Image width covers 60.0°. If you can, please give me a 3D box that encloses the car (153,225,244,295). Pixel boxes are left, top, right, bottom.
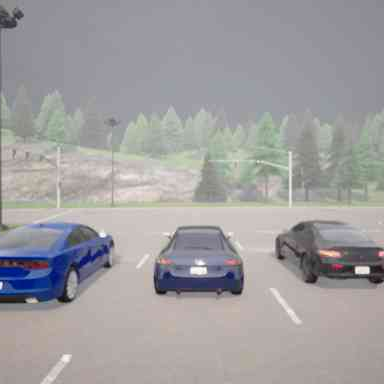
[{"bbox_3d":[0.183,1.552,8.718,1.994,1.385,4.181,0,0,1],"label":"car"}]

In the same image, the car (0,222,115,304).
[{"bbox_3d":[-3.330,1.466,8.228,1.882,1.535,5.008,0,0,2],"label":"car"}]

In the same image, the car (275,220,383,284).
[{"bbox_3d":[3.702,1.512,9.448,1.812,1.442,4.674,0,0,1],"label":"car"}]
